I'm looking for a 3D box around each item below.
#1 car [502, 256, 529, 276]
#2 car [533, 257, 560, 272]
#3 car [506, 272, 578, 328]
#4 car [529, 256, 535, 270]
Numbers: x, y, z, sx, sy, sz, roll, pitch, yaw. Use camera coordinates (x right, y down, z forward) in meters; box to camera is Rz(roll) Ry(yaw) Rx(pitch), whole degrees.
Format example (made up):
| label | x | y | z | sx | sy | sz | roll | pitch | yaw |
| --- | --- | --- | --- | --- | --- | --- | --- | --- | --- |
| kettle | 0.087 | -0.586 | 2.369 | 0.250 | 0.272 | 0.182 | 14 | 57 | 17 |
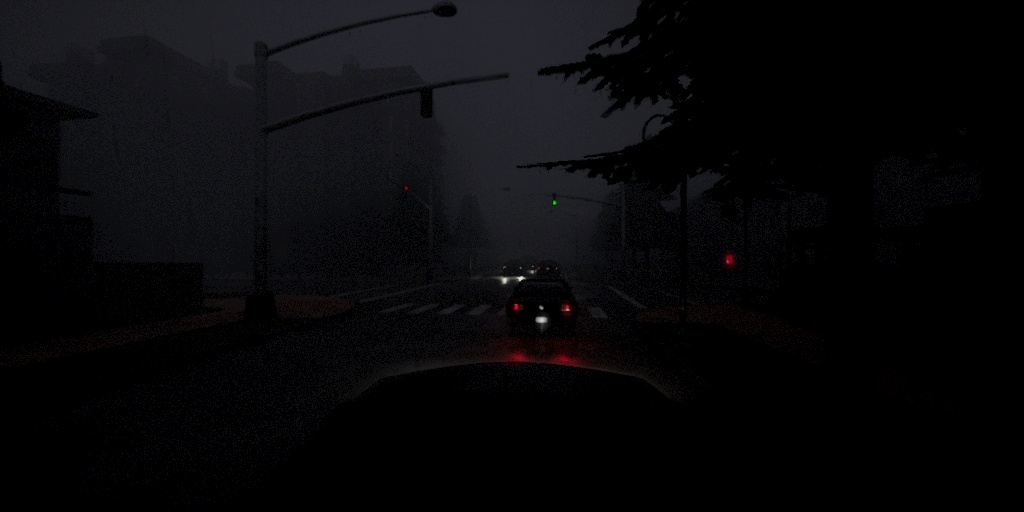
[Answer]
| label | x | y | z | sx | sy | sz | roll | pitch | yaw |
| --- | --- | --- | --- | --- | --- | --- | --- | --- | --- |
| car | 0.300 | 1.129 | 37.878 | 2.097 | 1.767 | 4.553 | 0 | 0 | 8 |
| car | 3.435 | 1.137 | 33.558 | 2.097 | 1.767 | 4.553 | 0 | 0 | 8 |
| car | 0.979 | 1.351 | 11.409 | 1.895 | 1.301 | 4.718 | 0 | 0 | 6 |
| car | 2.407 | 1.000 | 52.704 | 2.150 | 2.045 | 5.566 | 0 | 0 | 9 |
